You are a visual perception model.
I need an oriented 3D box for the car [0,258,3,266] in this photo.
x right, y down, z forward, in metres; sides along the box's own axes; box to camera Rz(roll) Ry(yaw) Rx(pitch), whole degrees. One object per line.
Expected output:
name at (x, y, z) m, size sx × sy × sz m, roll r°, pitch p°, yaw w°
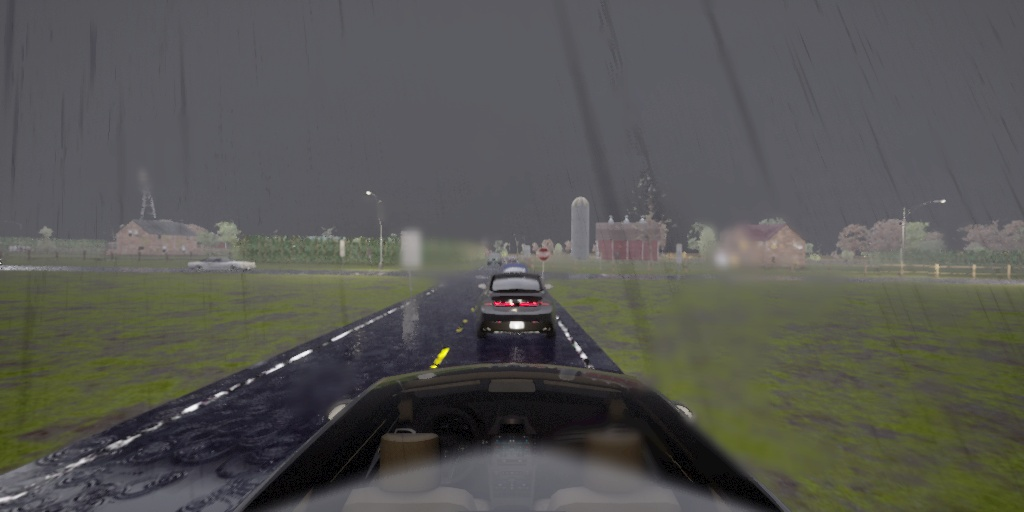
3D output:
car at (-47.849, 0.153, 31.343) m, size 4.553 × 1.767 × 2.097 m, roll 1°, pitch 1°, yaw 0°

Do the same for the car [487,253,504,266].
car at (-2.804, 0.485, 57.748) m, size 2.150 × 2.045 × 5.566 m, roll 0°, pitch 1°, yaw 1°

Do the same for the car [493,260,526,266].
car at (0.149, 1.116, 18.766) m, size 1.812 × 1.442 × 4.674 m, roll 0°, pitch 1°, yaw 2°

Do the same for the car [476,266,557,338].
car at (0.101, 1.176, 9.864) m, size 1.837 × 1.490 × 4.892 m, roll 0°, pitch 0°, yaw 0°

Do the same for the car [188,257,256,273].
car at (-25.242, 0.747, 31.367) m, size 4.718 × 1.301 × 1.895 m, roll 1°, pitch 1°, yaw 0°
